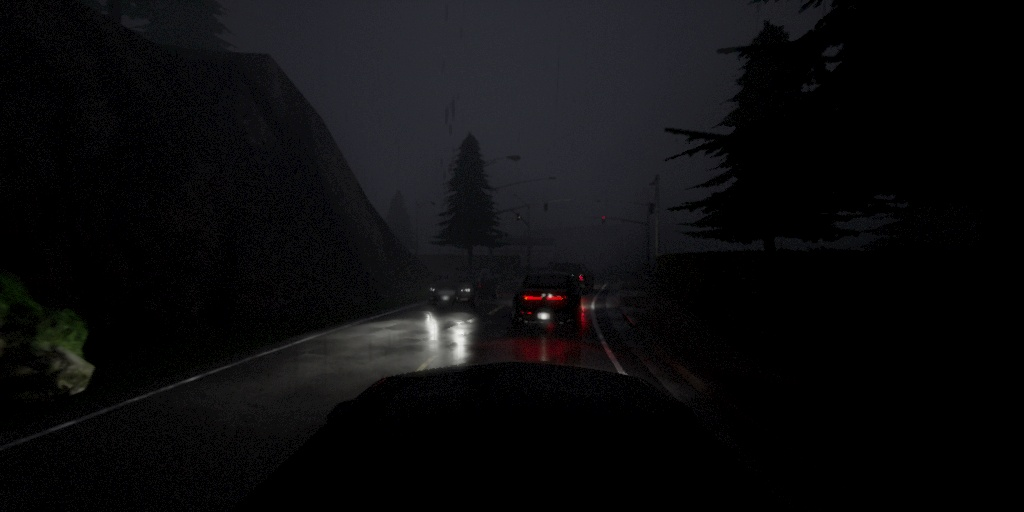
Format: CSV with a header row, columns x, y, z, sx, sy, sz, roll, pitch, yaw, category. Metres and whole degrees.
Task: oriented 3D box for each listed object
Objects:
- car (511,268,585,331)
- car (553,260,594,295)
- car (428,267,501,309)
x,y,z,sx,sy,sz,roll,pitch,yaw,category
1.179,1.248,11.074,1.837,1.490,4.892,0,-1,10,car
3.319,1.096,19.957,2.097,1.767,4.553,0,0,18,car
-1.825,1.233,15.188,2.128,1.511,4.902,0,0,13,car
